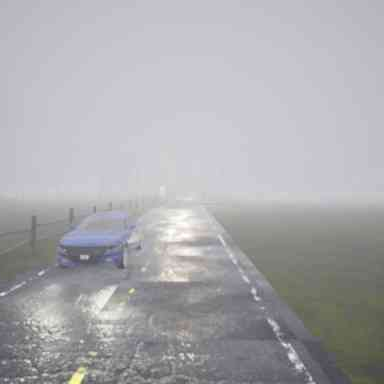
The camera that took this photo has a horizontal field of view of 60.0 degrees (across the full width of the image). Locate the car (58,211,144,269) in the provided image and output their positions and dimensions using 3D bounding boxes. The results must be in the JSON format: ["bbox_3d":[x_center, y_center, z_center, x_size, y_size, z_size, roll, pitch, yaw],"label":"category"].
[{"bbox_3d":[-2.842,1.442,11.285,1.882,1.535,5.008,0,0,0],"label":"car"}]
